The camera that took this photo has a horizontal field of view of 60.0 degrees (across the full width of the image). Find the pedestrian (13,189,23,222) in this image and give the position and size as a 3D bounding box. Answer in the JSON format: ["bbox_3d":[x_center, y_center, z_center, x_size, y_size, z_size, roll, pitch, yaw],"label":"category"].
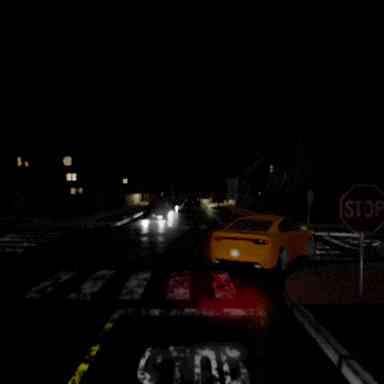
[{"bbox_3d":[-9.685,0.751,18.494,0.375,1.860,0.375,0,1,1],"label":"pedestrian"}]

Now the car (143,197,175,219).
[{"bbox_3d":[-2.859,1.371,27.782,2.033,1.411,5.357,0,0,0],"label":"car"}]

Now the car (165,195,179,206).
[{"bbox_3d":[-2.842,1.215,47.848,1.812,1.442,4.674,0,0,0],"label":"car"}]

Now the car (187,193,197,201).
[{"bbox_3d":[-0.006,1.029,67.687,1.882,1.535,5.008,0,0,0],"label":"car"}]

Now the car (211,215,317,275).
[{"bbox_3d":[2.457,1.483,10.654,1.882,1.535,5.008,-1,-2,33],"label":"car"}]

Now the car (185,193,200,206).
[{"bbox_3d":[0.095,1.264,46.389,1.994,1.385,4.181,0,0,0],"label":"car"}]

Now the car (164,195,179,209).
[{"bbox_3d":[-2.849,1.250,37.766,2.128,1.511,4.902,0,0,0],"label":"car"}]
